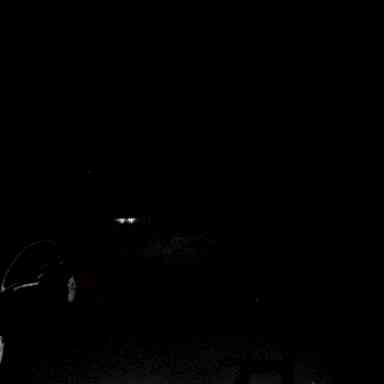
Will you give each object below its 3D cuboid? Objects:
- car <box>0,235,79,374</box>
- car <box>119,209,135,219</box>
[{"bbox_3d":[-3.277,1.541,5.300,1.837,1.490,4.892,0,-1,-2],"label":"car"},{"bbox_3d":[-9.289,3.098,47.358,1.994,1.385,4.181,1,-3,-14],"label":"car"}]
